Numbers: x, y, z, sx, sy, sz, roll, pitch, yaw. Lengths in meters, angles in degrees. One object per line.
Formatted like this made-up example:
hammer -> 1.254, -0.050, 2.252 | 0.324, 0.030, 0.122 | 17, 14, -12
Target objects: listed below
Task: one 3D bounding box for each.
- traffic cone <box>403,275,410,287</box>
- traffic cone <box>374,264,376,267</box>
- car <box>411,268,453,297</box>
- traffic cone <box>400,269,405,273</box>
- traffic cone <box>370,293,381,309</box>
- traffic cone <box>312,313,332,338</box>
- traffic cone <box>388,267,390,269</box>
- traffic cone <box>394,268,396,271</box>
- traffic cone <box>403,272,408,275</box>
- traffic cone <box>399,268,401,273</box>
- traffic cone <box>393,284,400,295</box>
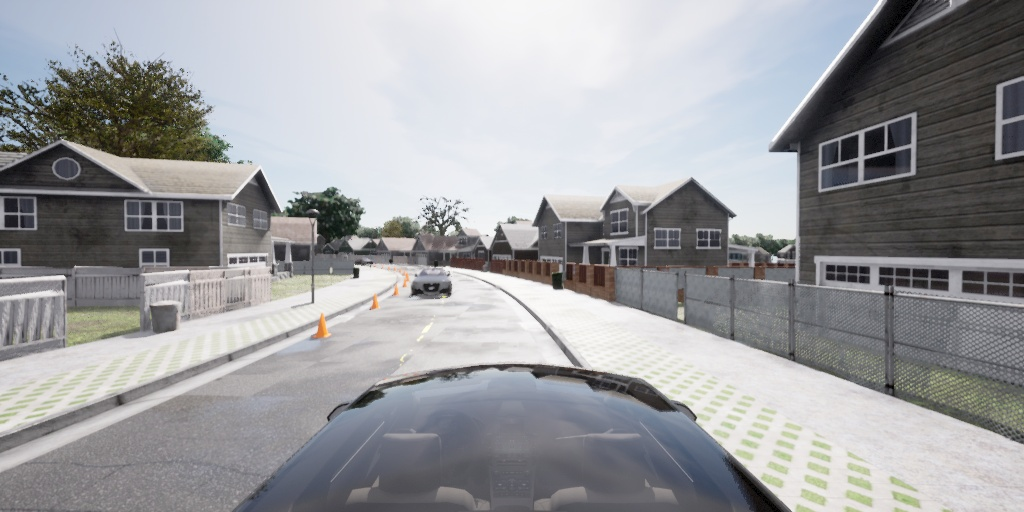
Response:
traffic cone -> -6.998, 1.740, 23.446 | 0.340, 0.580, 0.340 | 0, 0, -13
traffic cone -> -22.526, 1.536, 59.054 | 0.340, 0.580, 0.340 | 0, 0, -34
car -> -4.195, 1.341, 19.045 | 1.994, 1.385, 4.181 | 0, 0, -11
traffic cone -> -11.245, 1.704, 37.458 | 0.340, 0.580, 0.340 | 0, 0, -21
traffic cone -> -5.274, 1.726, 13.833 | 0.340, 0.580, 0.340 | 0, 0, -7
traffic cone -> -4.752, 1.715, 8.977 | 0.340, 0.580, 0.340 | 0, 0, -5
traffic cone -> -17.408, 1.605, 50.737 | 0.340, 0.580, 0.340 | 0, 0, -29
traffic cone -> -15.148, 1.641, 46.408 | 0.340, 0.580, 0.340 | 0, 0, -26
traffic cone -> -8.194, 1.736, 28.181 | 0.340, 0.580, 0.340 | 0, 0, -16
traffic cone -> -13.092, 1.676, 41.979 | 0.340, 0.580, 0.340 | 0, 0, -24
traffic cone -> -6.024, 1.737, 18.660 | 0.340, 0.580, 0.340 | 0, 0, -10
